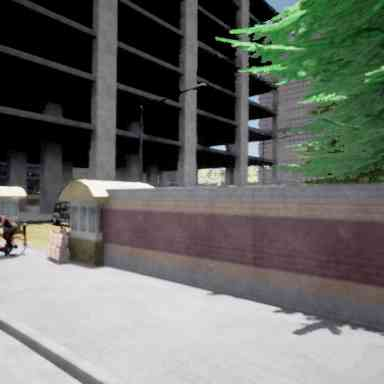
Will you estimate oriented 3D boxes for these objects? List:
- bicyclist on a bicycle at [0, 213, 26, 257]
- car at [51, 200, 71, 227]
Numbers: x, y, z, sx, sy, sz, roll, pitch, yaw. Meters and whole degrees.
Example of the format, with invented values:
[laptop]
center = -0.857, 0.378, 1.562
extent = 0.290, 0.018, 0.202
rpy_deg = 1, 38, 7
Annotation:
[bicyclist on a bicycle]
center = -6.431, 1.440, 11.214
extent = 0.582, 1.620, 1.656
rpy_deg = 0, -1, 40
[car]
center = -8.377, 1.508, 23.591
extent = 3.866, 1.878, 1.905
rpy_deg = 0, -1, 41
